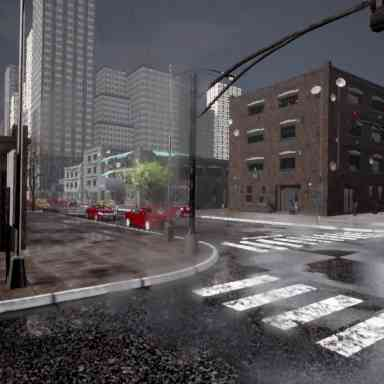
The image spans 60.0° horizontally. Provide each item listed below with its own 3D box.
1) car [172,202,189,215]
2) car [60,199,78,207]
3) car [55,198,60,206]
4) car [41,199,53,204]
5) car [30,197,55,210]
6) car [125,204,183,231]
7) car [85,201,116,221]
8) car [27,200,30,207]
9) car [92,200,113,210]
[{"bbox_3d":[-1.485,1.761,34.527,1.967,1.590,4.097,1,-1,-35],"label":"car"},{"bbox_3d":[-24.590,2.114,67.334,1.967,1.590,4.097,1,-1,-35],"label":"car"},{"bbox_3d":[-27.761,2.306,71.867,1.802,1.307,4.206,1,-1,-35],"label":"car"},{"bbox_3d":[-37.373,2.402,85.609,1.752,1.417,4.829,1,-1,-35],"label":"car"},{"bbox_3d":[-22.072,1.891,49.009,1.752,1.417,4.829,1,-1,-35],"label":"car"},{"bbox_3d":[-2.774,1.615,21.298,1.887,1.381,4.507,1,-1,-35],"label":"car"},{"bbox_3d":[-7.934,1.729,28.673,1.802,1.307,4.206,1,-1,-35],"label":"car"},{"bbox_3d":[-28.468,2.012,58.247,1.887,1.381,4.507,1,-1,-35],"label":"car"},{"bbox_3d":[-14.175,2.038,52.563,1.752,1.417,4.829,1,-1,-35],"label":"car"}]
